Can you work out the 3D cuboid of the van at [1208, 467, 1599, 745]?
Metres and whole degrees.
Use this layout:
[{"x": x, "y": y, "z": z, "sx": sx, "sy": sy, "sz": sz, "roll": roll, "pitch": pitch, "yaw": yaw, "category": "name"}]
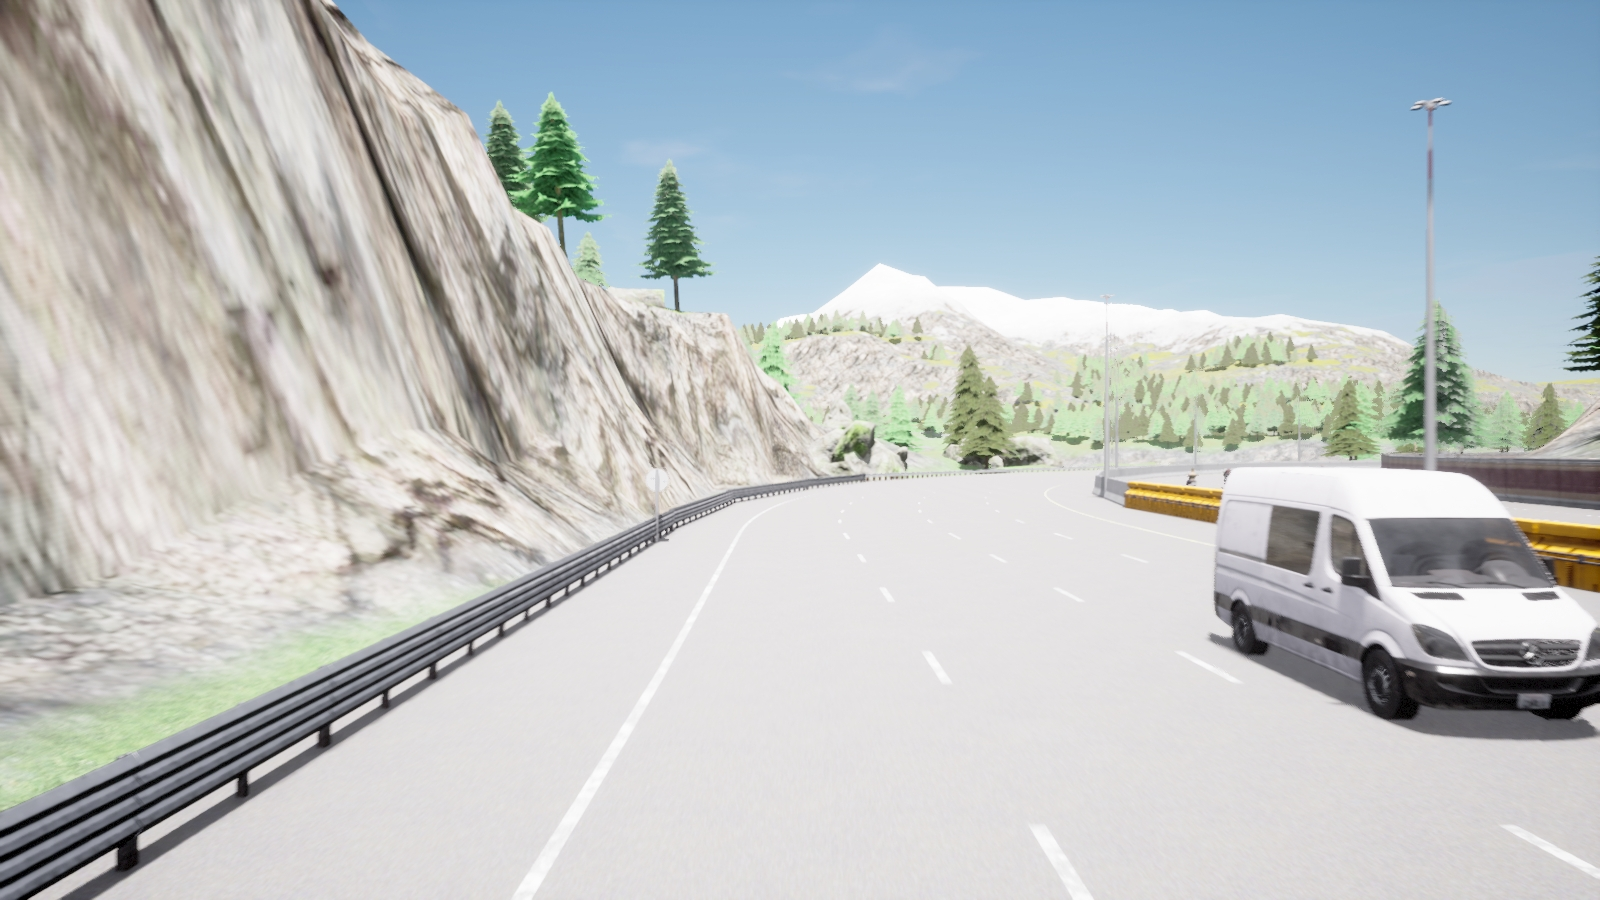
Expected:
[{"x": 6.995, "y": 1.526, "z": 13.822, "sx": 1.988, "sy": 2.561, "sz": 5.915, "roll": 0, "pitch": 0, "yaw": 0, "category": "van"}]
